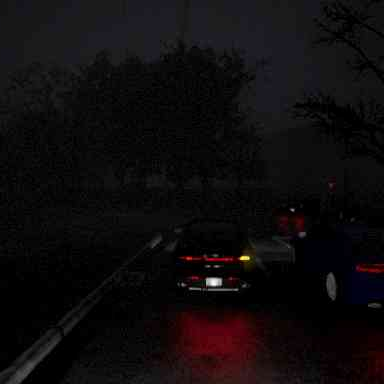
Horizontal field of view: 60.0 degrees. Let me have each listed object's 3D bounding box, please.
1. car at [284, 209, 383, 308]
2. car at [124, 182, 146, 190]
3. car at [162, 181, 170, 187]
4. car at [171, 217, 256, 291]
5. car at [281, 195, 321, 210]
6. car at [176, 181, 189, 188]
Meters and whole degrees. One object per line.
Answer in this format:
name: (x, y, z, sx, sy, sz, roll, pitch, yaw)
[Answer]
car: (3.749, 1.424, 7.870, 1.882, 1.535, 5.008, 0, 1, 3)
car: (-10.597, -0.992, 59.322, 4.892, 1.490, 1.837, 0, 2, -2)
car: (-6.550, -2.051, 83.390, 2.097, 1.767, 4.553, 0, 1, -5)
car: (0.557, 1.430, 8.828, 1.837, 1.490, 4.892, 0, 1, 3)
car: (8.612, 0.895, 25.920, 1.895, 1.301, 4.718, 2, 4, 35)
car: (-1.787, -1.642, 73.280, 1.837, 1.490, 4.892, -1, 2, -10)
